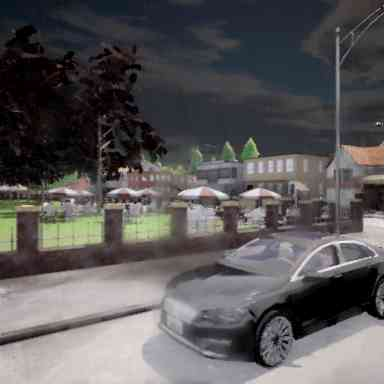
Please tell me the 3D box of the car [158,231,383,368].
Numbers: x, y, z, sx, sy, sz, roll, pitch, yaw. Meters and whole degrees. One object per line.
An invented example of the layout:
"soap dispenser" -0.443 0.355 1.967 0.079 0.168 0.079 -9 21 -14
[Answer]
"car" 1.773 1.501 5.839 4.902 1.511 2.128 0 0 -35

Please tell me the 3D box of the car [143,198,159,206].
"car" -6.865 1.598 51.669 2.033 1.411 5.357 0 0 -35

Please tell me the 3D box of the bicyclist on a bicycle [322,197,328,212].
"bicyclist on a bicycle" 14.328 1.416 36.200 1.656 1.620 0.582 0 0 -35
